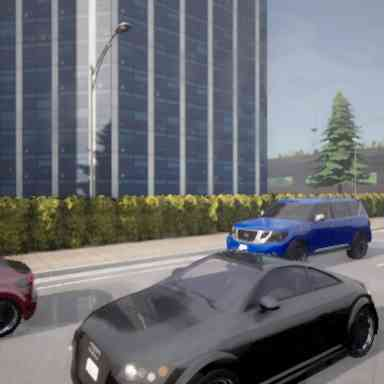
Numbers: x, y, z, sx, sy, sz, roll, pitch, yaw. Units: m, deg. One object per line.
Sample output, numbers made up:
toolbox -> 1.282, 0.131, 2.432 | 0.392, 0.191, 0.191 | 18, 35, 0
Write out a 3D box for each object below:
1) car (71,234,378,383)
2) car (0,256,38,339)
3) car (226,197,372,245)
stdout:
car -> 0.635, 1.559, 4.440 | 4.181, 1.385, 1.994 | 0, 0, -36
car -> -4.618, 1.567, 4.981 | 4.181, 1.385, 1.994 | 0, 0, -36
car -> 3.699, 1.205, 10.937 | 5.566, 2.045, 2.150 | 0, 0, -36
